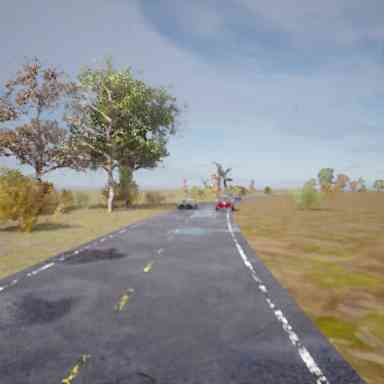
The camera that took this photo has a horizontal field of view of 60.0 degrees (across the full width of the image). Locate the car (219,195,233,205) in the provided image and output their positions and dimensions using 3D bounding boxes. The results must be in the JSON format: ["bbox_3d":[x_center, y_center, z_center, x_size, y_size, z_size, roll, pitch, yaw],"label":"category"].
[{"bbox_3d":[5.782,1.289,56.338,1.837,1.490,4.892,0,0,12],"label":"car"}]

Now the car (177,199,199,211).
[{"bbox_3d":[-0.439,1.457,37.567,1.895,1.301,4.718,0,0,8],"label":"car"}]

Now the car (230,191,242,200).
[{"bbox_3d":[9.781,1.120,73.150,2.033,1.411,5.357,0,0,16],"label":"car"}]

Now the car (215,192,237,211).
[{"bbox_3d":[3.826,1.209,38.473,2.097,1.767,4.553,0,0,8],"label":"car"}]
